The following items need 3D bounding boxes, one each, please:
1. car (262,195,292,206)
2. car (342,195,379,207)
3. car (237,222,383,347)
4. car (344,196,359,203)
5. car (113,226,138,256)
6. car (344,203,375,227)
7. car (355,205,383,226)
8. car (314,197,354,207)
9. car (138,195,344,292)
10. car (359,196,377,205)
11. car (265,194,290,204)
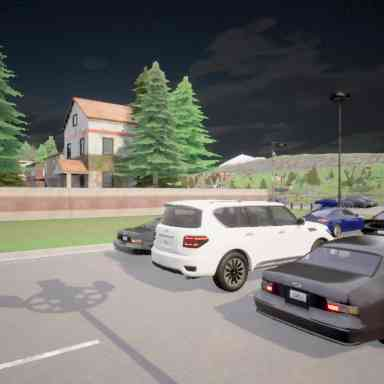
[{"bbox_3d":[14.240,1.352,55.770,2.097,1.767,4.553,0,0,-36],"label":"car"},{"bbox_3d":[25.994,1.352,51.447,2.097,1.767,4.553,0,0,-36],"label":"car"},{"bbox_3d":[3.566,1.547,6.289,5.357,1.411,2.033,0,0,-36],"label":"car"},{"bbox_3d":[18.696,1.478,43.697,1.882,1.535,5.008,0,0,-37],"label":"car"},{"bbox_3d":[-0.133,1.547,12.243,5.357,1.411,2.033,0,0,-36],"label":"car"},{"bbox_3d":[7.671,1.526,17.804,4.674,1.442,1.812,0,0,-35],"label":"car"},{"bbox_3d":[9.678,1.478,14.937,5.008,1.535,1.882,0,0,-35],"label":"car"},{"bbox_3d":[21.827,1.547,51.233,2.033,1.411,5.357,0,0,-36],"label":"car"},{"bbox_3d":[1.587,1.221,9.178,5.566,2.045,2.150,0,0,-36],"label":"car"},{"bbox_3d":[22.086,1.547,45.061,2.033,1.411,5.357,0,0,-38],"label":"car"},{"bbox_3d":[16.563,1.351,64.591,2.097,1.767,4.553,0,0,-35],"label":"car"}]
